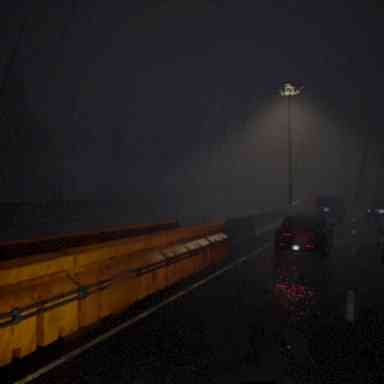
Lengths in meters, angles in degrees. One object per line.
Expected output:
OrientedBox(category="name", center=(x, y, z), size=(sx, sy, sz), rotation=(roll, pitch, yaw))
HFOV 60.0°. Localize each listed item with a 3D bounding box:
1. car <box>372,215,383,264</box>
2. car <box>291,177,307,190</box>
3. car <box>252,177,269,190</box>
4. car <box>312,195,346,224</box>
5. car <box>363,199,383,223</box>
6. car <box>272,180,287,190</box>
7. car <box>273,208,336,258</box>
OrientedBox(category="car", center=(7.663, 1.724, 11.806), size=(1.895, 1.301, 4.718), rotation=(0, -1, 26))
OrientedBox(category="car", center=(19.336, -1.629, 59.815), size=(2.150, 2.045, 5.566), rotation=(0, 6, 27))
OrientedBox(category="car", center=(13.057, -1.591, 62.894), size=(2.150, 2.045, 5.566), rotation=(0, 6, 27))
OrientedBox(category="car", center=(10.754, 1.262, 26.136), size=(2.150, 2.045, 5.566), rotation=(0, 2, 26))
OrientedBox(category="car", center=(14.296, 1.338, 25.393), size=(2.097, 1.767, 4.553), rotation=(0, 2, 26))
OrientedBox(category="car", center=(16.220, -1.359, 61.411), size=(1.882, 1.535, 5.008), rotation=(0, 6, 27))
OrientedBox(category="car", center=(4.641, 1.653, 13.588), size=(1.837, 1.490, 4.892), rotation=(0, 0, 27))
